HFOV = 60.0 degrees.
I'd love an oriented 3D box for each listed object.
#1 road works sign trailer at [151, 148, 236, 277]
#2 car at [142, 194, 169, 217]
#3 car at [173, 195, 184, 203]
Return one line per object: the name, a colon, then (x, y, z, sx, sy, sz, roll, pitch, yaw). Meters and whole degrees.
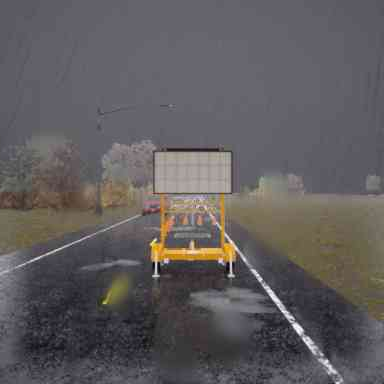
road works sign trailer: (0.026, 0.468, 10.228, 2.380, 3.560, 2.880, 0, 0, -1)
car: (-3.397, 1.238, 31.851, 2.150, 2.045, 5.566, 0, 0, 0)
car: (-2.960, 1.402, 73.490, 2.097, 1.767, 4.553, 0, 0, 1)
